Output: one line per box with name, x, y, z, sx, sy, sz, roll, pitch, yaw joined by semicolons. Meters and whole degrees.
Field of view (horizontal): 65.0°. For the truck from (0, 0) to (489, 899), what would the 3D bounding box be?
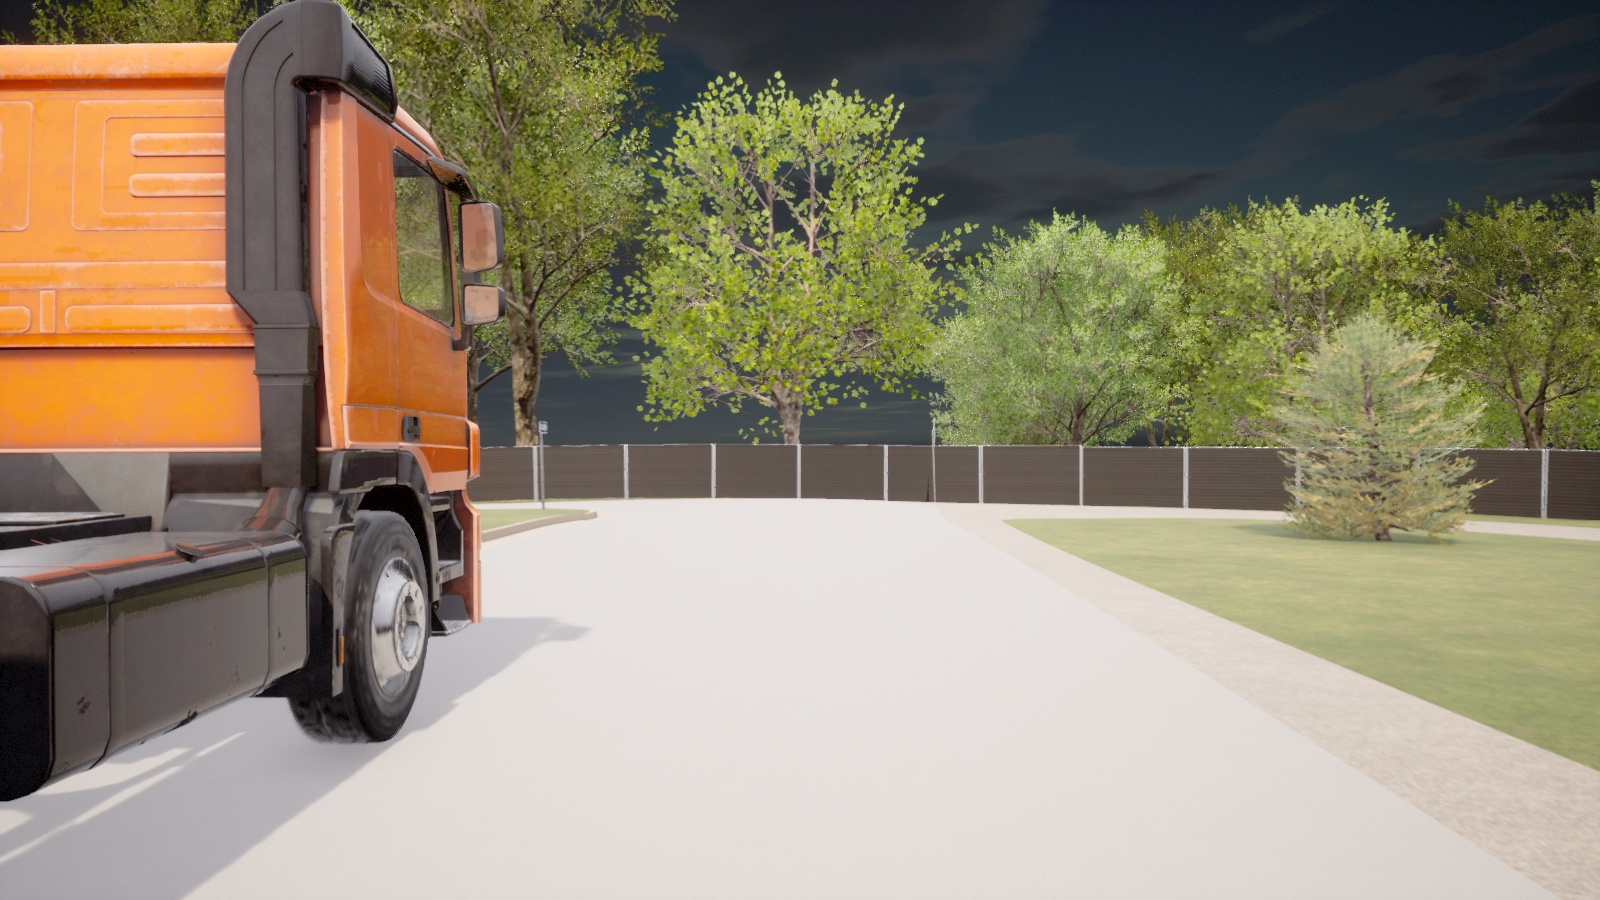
truck;-3.469;-0.256;3.960;2.891;3.462;7.936;0;0;1
